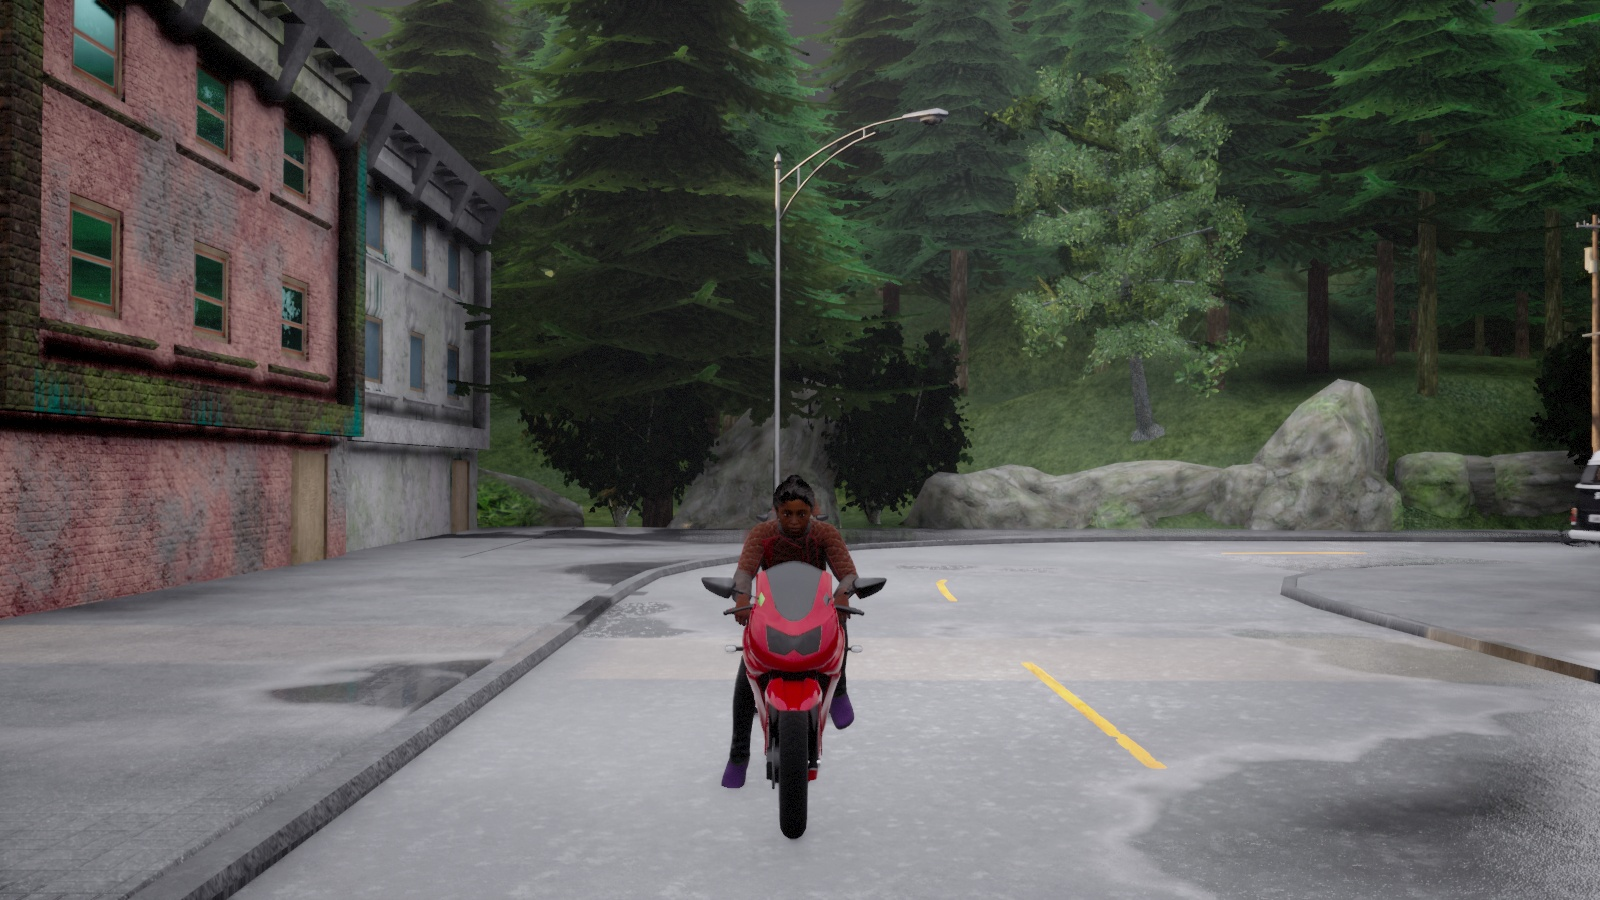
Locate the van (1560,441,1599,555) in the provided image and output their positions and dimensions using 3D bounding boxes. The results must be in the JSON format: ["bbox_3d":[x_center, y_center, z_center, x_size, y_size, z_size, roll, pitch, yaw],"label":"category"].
[{"bbox_3d":[16.572,0.851,22.623,4.480,2.038,2.069,0,-1,-1],"label":"van"}]

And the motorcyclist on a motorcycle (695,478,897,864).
[{"bbox_3d":[-0.023,0.898,6.007,0.797,1.523,2.044,0,-1,0],"label":"motorcyclist on a motorcycle"}]

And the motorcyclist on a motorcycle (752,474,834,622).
[{"bbox_3d":[-0.046,1.032,14.025,0.797,1.523,2.044,0,-1,3],"label":"motorcyclist on a motorcycle"}]
